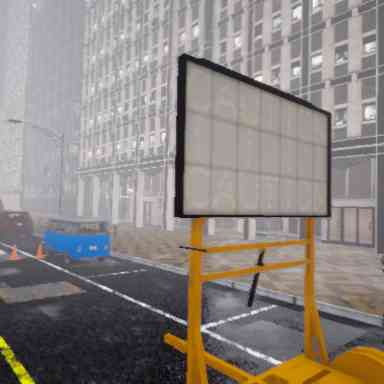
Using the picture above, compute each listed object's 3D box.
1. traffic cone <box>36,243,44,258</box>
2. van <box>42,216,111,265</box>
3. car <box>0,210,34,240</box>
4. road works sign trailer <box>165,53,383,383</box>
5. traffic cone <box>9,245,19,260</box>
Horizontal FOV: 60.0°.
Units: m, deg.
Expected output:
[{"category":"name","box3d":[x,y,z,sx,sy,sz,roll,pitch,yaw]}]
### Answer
[{"category":"traffic cone","box3d":[-6.575,2.530,14.413,0.340,0.580,0.340,4,-4,-41]},{"category":"van","box3d":[-4.959,1.932,14.043,1.690,1.788,3.998,3,-3,-41]},{"category":"car","box3d":[-12.364,2.164,22.664,2.192,1.841,5.009,3,-3,-41]},{"category":"road works sign trailer","box3d":[0.618,0.665,3.531,2.380,3.560,2.880,4,-4,-40]},{"category":"traffic cone","box3d":[-7.332,2.482,13.763,0.340,0.580,0.340,4,-4,-41]}]
